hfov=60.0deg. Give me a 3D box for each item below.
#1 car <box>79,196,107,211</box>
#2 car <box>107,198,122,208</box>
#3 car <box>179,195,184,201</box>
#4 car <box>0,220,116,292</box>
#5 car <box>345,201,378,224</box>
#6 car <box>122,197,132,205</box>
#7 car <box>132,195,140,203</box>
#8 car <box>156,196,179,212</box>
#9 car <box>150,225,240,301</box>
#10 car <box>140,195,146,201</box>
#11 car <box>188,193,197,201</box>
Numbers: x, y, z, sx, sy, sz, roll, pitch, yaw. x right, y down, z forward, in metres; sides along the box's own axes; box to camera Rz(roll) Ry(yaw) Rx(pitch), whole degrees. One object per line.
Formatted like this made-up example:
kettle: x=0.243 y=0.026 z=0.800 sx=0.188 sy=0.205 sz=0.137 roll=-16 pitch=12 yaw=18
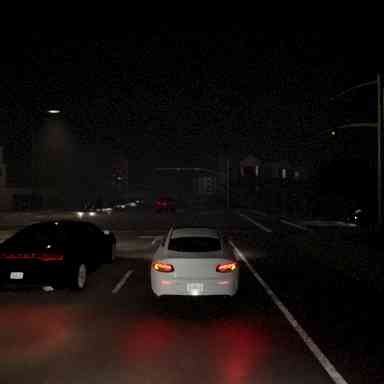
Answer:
car: x=-14.085 y=1.606 z=46.906 sx=2.150 sy=2.045 sz=5.566 roll=0 pitch=-1 yaw=0
car: x=-14.067 y=1.920 z=56.750 sx=2.128 sy=1.511 sz=4.902 roll=0 pitch=0 yaw=0
car: x=-3.478 y=1.716 z=89.317 sx=2.128 sy=1.511 sz=4.902 roll=0 pitch=-1 yaw=0
car: x=-3.427 y=1.498 z=9.011 sx=1.882 sy=1.535 sz=5.008 roll=0 pitch=0 yaw=0
car: x=14.255 y=1.491 z=25.542 sx=4.553 sy=1.767 sz=2.097 roll=0 pitch=-1 yaw=0
car: x=-13.996 y=1.911 z=66.647 sx=2.033 sy=1.411 sz=5.357 roll=0 pitch=1 yaw=0
car: x=-13.981 y=1.819 z=76.803 sx=1.895 sy=1.301 sz=4.718 roll=0 pitch=1 yaw=0
car: x=-3.364 y=1.590 z=43.803 sx=2.150 sy=2.045 sz=5.566 roll=0 pitch=-1 yaw=1
car: x=0.069 y=1.540 z=8.224 sx=1.812 sy=1.442 sz=4.674 roll=0 pitch=0 yaw=0
car: x=-13.977 y=1.567 z=91.273 sx=2.097 sy=1.767 sz=4.553 roll=0 pitch=0 yaw=0
car: x=0.022 y=1.417 z=89.352 sx=2.150 sy=2.045 sz=5.566 roll=0 pitch=-1 yaw=0
